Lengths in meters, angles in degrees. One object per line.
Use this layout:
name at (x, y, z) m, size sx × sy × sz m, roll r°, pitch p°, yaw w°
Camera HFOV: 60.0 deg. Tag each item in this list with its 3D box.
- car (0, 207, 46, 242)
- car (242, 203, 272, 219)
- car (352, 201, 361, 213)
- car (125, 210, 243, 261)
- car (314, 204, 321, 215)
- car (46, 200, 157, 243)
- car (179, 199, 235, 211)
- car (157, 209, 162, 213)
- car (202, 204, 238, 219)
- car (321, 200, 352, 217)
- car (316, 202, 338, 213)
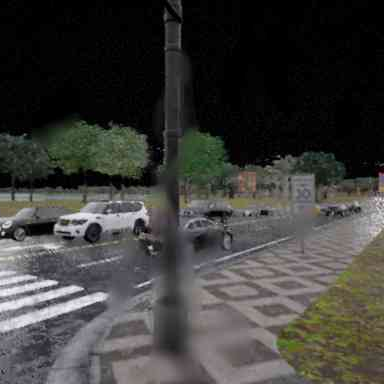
car at (-8.643, 1.607, 18.309) m, size 2.097 × 1.767 × 4.553 m, roll 0°, pitch -1°, yaw 34°
car at (6.994, 1.995, 35.805) m, size 2.128 × 1.511 × 4.902 m, roll 0°, pitch -1°, yaw 34°
car at (22.696, 2.034, 47.410) m, size 2.097 × 1.767 × 4.553 m, roll 0°, pitch -1°, yaw 34°
car at (-0.072, 1.711, 13.404) m, size 2.128 × 1.511 × 4.902 m, roll 0°, pitch -1°, yaw 34°
car at (14.285, 2.057, 40.610) m, size 1.882 × 1.535 × 5.008 m, roll 0°, pitch -1°, yaw 34°
car at (-4.716, 1.487, 18.332) m, size 2.150 × 2.045 × 5.566 m, roll 0°, pitch -1°, yaw 34°
car at (1.049, 1.604, 26.951) m, size 2.150 × 2.045 × 5.566 m, roll 0°, pitch -1°, yaw 34°
car at (-3.648, 1.957, 25.781) m, size 1.895 × 1.301 × 4.718 m, roll 0°, pitch -1°, yaw 34°
car at (3.061, 2.018, 35.778) m, size 1.812 × 1.442 × 4.674 m, roll 0°, pitch -1°, yaw 34°
car at (16.830, 2.067, 38.571) m, size 1.837 × 1.490 × 4.892 m, roll 0°, pitch -1°, yaw 34°
car at (20.151, 2.247, 49.461) m, size 2.033 × 1.411 × 5.357 m, roll 0°, pitch -1°, yaw 34°
